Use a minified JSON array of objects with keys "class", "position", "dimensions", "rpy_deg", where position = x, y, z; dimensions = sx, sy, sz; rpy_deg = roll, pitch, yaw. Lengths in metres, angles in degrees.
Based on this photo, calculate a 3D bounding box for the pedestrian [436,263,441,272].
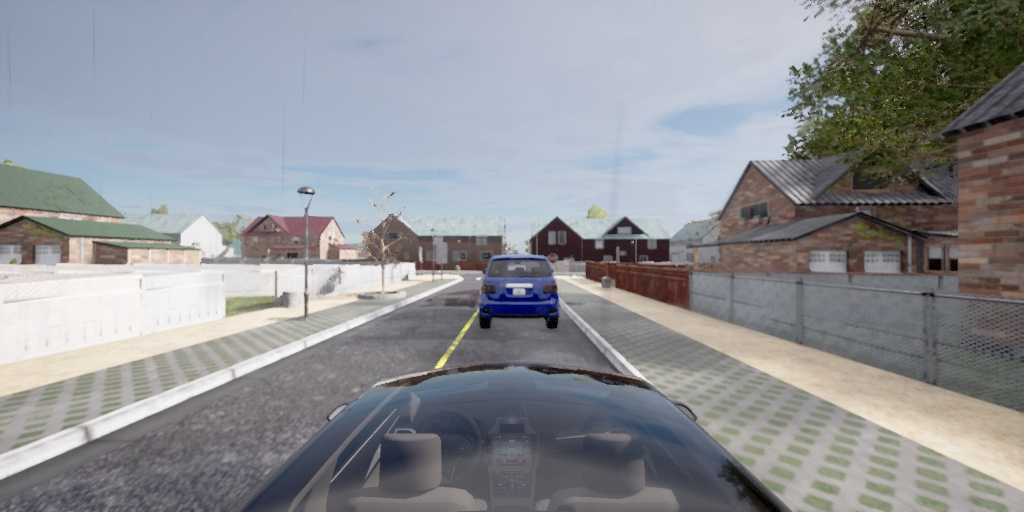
[{"class":"pedestrian","position":[-8.943,0.963,43.610],"dimensions":[0.375,1.860,0.375],"rpy_deg":[0,-1,2]}]

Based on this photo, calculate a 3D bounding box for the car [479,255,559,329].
[{"class":"car","position":[0.196,1.006,11.507],"dimensions":[2.150,2.045,5.566],"rpy_deg":[0,-1,0]}]
